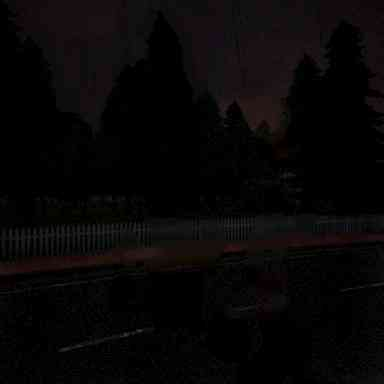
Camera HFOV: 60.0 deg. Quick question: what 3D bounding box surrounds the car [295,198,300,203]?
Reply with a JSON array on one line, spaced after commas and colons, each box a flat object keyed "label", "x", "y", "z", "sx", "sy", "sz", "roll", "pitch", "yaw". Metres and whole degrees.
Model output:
[{"label": "car", "x": 20.604, "y": 1.604, "z": 62.636, "sx": 2.033, "sy": 1.411, "sz": 5.357, "roll": 0, "pitch": 0, "yaw": -4}]
